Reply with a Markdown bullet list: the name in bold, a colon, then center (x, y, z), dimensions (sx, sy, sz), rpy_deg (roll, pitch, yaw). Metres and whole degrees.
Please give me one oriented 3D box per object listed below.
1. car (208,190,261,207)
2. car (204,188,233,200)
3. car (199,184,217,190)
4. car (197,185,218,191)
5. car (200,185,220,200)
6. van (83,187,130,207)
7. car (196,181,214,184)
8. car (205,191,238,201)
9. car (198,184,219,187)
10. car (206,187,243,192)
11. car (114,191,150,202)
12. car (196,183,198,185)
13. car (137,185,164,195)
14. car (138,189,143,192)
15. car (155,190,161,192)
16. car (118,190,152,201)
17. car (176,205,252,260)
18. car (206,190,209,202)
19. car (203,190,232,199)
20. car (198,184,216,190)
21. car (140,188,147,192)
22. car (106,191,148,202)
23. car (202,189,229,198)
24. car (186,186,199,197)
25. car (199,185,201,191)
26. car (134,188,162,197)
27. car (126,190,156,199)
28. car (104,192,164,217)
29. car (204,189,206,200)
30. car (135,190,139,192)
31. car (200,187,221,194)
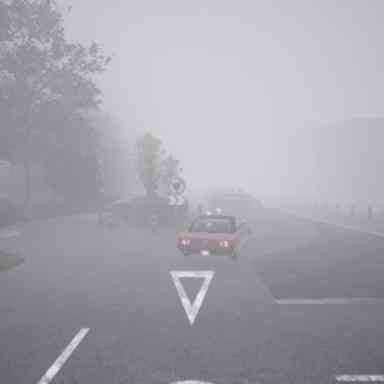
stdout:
- **car**: center (4.295, 0.784, 32.390), dimensions (4.792, 1.488, 2.163), rpy_deg (0, 0, 0)
- **car**: center (4.308, 0.307, 54.677), dimensions (4.553, 1.767, 2.185), rpy_deg (0, 2, 0)
- **car**: center (4.327, -1.350, 90.724), dimensions (4.553, 1.767, 2.185), rpy_deg (0, 3, 0)
- **car**: center (4.109, -1.080, 88.077), dimensions (5.366, 1.575, 1.946), rpy_deg (0, 3, 0)
- **car**: center (4.243, 0.415, 43.529), dimensions (5.566, 2.045, 2.435), rpy_deg (0, 1, 0)
- **van**: center (-8.688, 0.531, 32.312), dimensions (4.442, 1.987, 1.878), rpy_deg (1, 0, 0)
- **car**: center (4.263, -1.020, 82.505), dimensions (5.566, 2.045, 2.435), rpy_deg (0, 3, 0)
- **car**: center (4.303, 0.602, 49.101), dimensions (4.792, 1.488, 2.163), rpy_deg (0, 1, 0)
- **car**: center (4.292, -0.325, 74.175), dimensions (5.008, 1.535, 2.097), rpy_deg (0, 3, 0)
- **car**: center (4.237, 0.597, 37.959), dimensions (4.553, 1.767, 2.185), rpy_deg (0, 0, 0)
- **car**: center (-8.777, 0.605, 48.927), dimensions (4.792, 1.488, 2.163), rpy_deg (0, 1, 0)
- **car**: center (-0.254, -0.509, 72.755), dimensions (2.097, 1.767, 4.553), rpy_deg (0, 3, 0)
- **car**: center (-8.823, -0.434, 71.214), dimensions (5.566, 2.045, 2.435), rpy_deg (0, 3, 0)
- **car**: center (-8.839, 0.729, 40.684), dimensions (4.792, 1.488, 2.163), rpy_deg (0, 0, 0)
- **car**: center (-3.862, 0.546, 43.009), dimensions (2.097, 1.767, 4.553), rpy_deg (0, 1, 0)
- **car**: center (-8.799, 0.511, 51.717), dimensions (5.008, 1.535, 2.097), rpy_deg (0, 1, 0)
- **car**: center (0.999, 1.483, 12.386), dimensions (1.895, 1.301, 4.718), rpy_deg (1, 3, 16)
- **car**: center (4.237, 0.768, 35.174), dimensions (4.792, 1.488, 2.163), rpy_deg (0, 0, 0)
- **car**: center (4.307, 0.380, 57.468), dimensions (4.792, 1.488, 2.163), rpy_deg (0, 2, 0)
- **car**: center (4.291, -1.384, 93.635), dimensions (4.892, 1.521, 2.231), rpy_deg (0, 3, 0)
- **car**: center (-8.994, 0.664, 43.476), dimensions (5.366, 1.575, 1.946), rpy_deg (0, 1, 0)
- **car**: center (-8.993, 0.622, 46.271), dimensions (5.366, 1.575, 1.946), rpy_deg (0, 1, 0)
- **car**: center (4.251, 0.289, 60.254), dimensions (4.792, 1.488, 2.163), rpy_deg (0, 2, 0)
- **car**: center (-0.257, 0.208, 63.489), dimensions (2.033, 1.411, 5.357), rpy_deg (0, 2, 0)
- **car**: center (4.251, -0.074, 65.812), dimensions (4.553, 1.767, 2.185), rpy_deg (0, 2, 0)
- **car**: center (-8.612, 0.055, 65.652), dimensions (5.366, 1.575, 1.946), rpy_deg (0, 2, 0)
- **car**: center (-8.796, 0.353, 57.422), dimensions (4.892, 1.521, 2.231), rpy_deg (0, 2, 0)
- **car**: center (-3.565, 0.968, 24.260), dimensions (4.892, 1.490, 1.837), rpy_deg (1, 2, -5)
- **car**: center (4.275, 0.699, 40.739), dimensions (5.008, 1.535, 2.097), rpy_deg (0, 1, 0)
- **car**: center (-8.814, 0.764, 37.772), dimensions (4.674, 1.452, 2.002), rpy_deg (0, 0, 0)
- **car**: center (4.317, -0.437, 76.960), dimensions (4.792, 1.488, 2.163), rpy_deg (0, 3, 0)
